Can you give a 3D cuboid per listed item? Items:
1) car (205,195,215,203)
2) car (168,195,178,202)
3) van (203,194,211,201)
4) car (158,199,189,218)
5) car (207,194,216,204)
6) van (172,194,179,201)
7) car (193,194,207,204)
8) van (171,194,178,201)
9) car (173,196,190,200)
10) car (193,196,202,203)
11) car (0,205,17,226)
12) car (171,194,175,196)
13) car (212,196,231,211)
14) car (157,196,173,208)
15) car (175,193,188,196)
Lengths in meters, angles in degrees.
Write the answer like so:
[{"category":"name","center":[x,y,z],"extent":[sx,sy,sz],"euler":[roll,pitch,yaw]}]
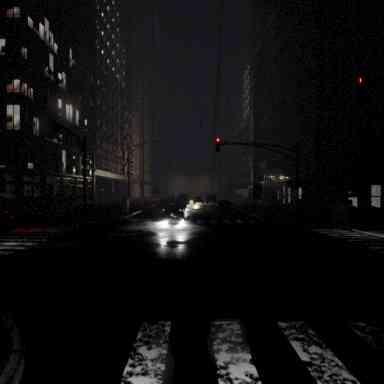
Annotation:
[{"category":"car","center":[3.719,1.432,69.412],"extent":[1.967,1.590,4.097],"euler":[0,0,0]},{"category":"car","center":[-4.188,1.426,74.902],"extent":[1.967,1.590,4.097],"euler":[0,0,0]},{"category":"van","center":[3.665,1.321,80.467],"extent":[1.690,1.788,3.998],"euler":[0,0,0]},{"category":"car","center":[-1.605,1.619,30.380],"extent":[1.895,1.301,4.718],"euler":[0,0,3]},{"category":"car","center":[3.746,1.313,63.884],"extent":[2.192,1.841,5.009],"euler":[0,0,0]},{"category":"van","center":[-4.242,1.315,85.957],"extent":[1.690,1.788,3.998],"euler":[0,0,0]},{"category":"car","center":[1.271,1.524,62.996],"extent":[1.812,1.442,4.674],"euler":[0,0,0]},{"category":"van","center":[-4.215,1.321,80.429],"extent":[1.690,1.788,3.998],"euler":[0,0,0]},{"category":"car","center":[-1.585,1.611,47.511],"extent":[1.895,1.301,4.718],"euler":[0,0,0]},{"category":"car","center":[1.145,1.528,73.303],"extent":[2.033,1.411,5.357],"euler":[0,0,0]},{"category":"car","center":[-12.877,1.263,19.158],"extent":[5.008,1.535,1.882],"euler":[1,0,-3]},{"category":"car","center":[-4.135,1.564,63.846],"extent":[1.947,1.339,4.313],"euler":[0,0,0]},{"category":"car","center":[3.902,1.579,41.776],"extent":[1.947,1.339,4.313],"euler":[0,0,0]},{"category":"car","center":[-4.055,1.592,47.264],"extent":[1.802,1.307,4.206],"euler":[0,0,0]},{"category":"car","center":[-1.606,1.222,62.827],"extent":[2.150,2.045,5.566],"euler":[0,0,0]}]
